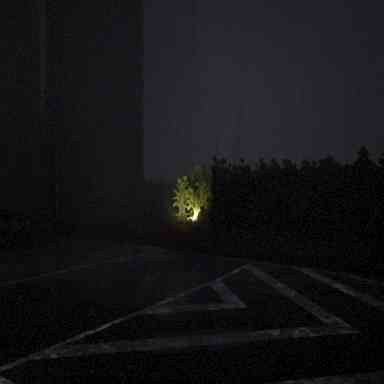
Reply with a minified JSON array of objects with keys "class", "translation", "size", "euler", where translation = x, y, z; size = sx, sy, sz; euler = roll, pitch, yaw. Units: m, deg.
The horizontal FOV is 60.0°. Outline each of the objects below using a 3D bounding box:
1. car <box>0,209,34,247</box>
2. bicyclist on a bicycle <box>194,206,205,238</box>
[{"class":"car","translation":[-8.487,1.482,13.030],"size":[1.851,1.617,3.988],"euler":[0,0,35]},{"class":"bicyclist on a bicycle","translation":[0.563,1.514,16.018],"size":[0.582,1.620,1.656],"euler":[-1,4,-38]}]
